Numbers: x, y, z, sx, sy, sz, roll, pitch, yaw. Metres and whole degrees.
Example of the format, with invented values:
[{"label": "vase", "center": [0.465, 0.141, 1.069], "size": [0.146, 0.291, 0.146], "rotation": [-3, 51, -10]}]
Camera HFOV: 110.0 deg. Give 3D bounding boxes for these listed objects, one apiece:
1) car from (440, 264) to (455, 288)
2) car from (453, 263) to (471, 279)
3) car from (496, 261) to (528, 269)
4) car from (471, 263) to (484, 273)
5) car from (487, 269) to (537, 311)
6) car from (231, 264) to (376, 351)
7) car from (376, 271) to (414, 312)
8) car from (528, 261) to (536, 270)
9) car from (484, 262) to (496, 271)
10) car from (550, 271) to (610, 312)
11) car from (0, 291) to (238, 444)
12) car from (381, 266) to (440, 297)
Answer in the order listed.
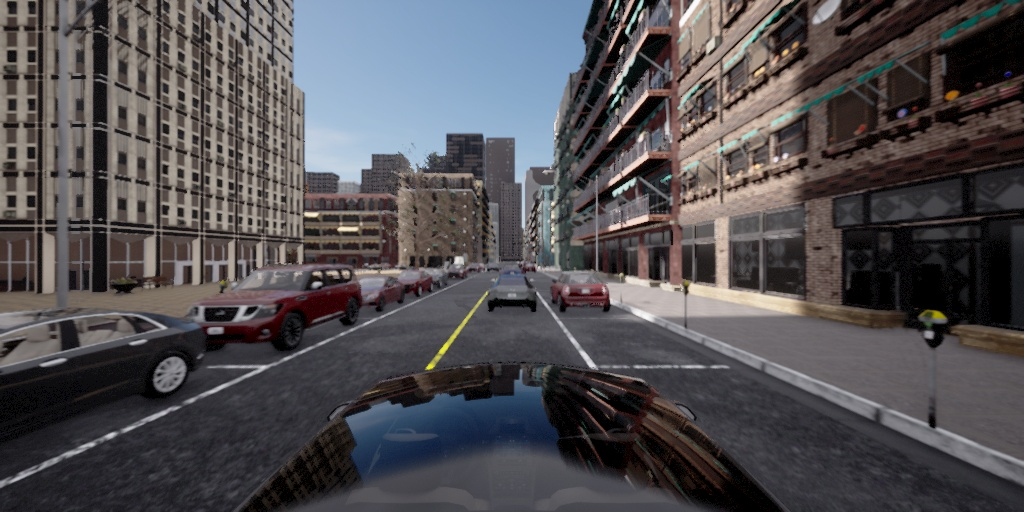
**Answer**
[{"label": "car", "center": [-5.695, 1.548, 25.990], "size": [2.007, 1.370, 4.403], "rotation": [0, 0, 0]}, {"label": "car", "center": [-5.696, 1.552, 37.044], "size": [1.967, 1.591, 4.097], "rotation": [0, 0, 0]}, {"label": "car", "center": [0.021, 1.393, 30.268], "size": [2.097, 1.767, 4.553], "rotation": [0, -1, 1]}, {"label": "car", "center": [-5.697, 1.730, 53.626], "size": [1.967, 1.591, 4.097], "rotation": [0, 0, 0]}, {"label": "car", "center": [0.024, 1.453, 15.369], "size": [1.994, 1.385, 4.181], "rotation": [0, -1, 0]}, {"label": "car", "center": [-5.694, 1.142, 9.408], "size": [2.192, 1.841, 5.009], "rotation": [0, 0, 0]}, {"label": "car", "center": [-5.694, 1.466, 14.935], "size": [1.802, 1.307, 4.207], "rotation": [0, 0, 0]}, {"label": "car", "center": [2.684, 1.835, 53.625], "size": [1.888, 1.381, 4.507], "rotation": [0, 0, 0]}, {"label": "car", "center": [-3.075, 1.843, 57.940], "size": [1.837, 1.490, 4.892], "rotation": [0, -1, 0]}, {"label": "car", "center": [2.687, 1.324, 14.935], "size": [1.967, 1.591, 4.097], "rotation": [0, 0, 0]}, {"label": "car", "center": [-5.693, 1.322, 3.881], "size": [2.007, 1.370, 4.403], "rotation": [0, 0, 0]}, {"label": "car", "center": [-5.695, 1.486, 20.462], "size": [1.888, 1.381, 4.507], "rotation": [0, 0, 0]}]
